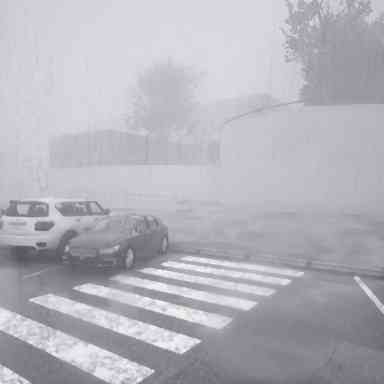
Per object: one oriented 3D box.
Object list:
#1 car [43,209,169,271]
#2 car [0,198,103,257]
[{"bbox_3d":[-2.237,1.496,11.091,2.231,1.521,4.892,0,-1,15],"label":"car"},{"bbox_3d":[-4.670,1.250,12.850,2.435,2.045,5.566,0,-1,15],"label":"car"}]
